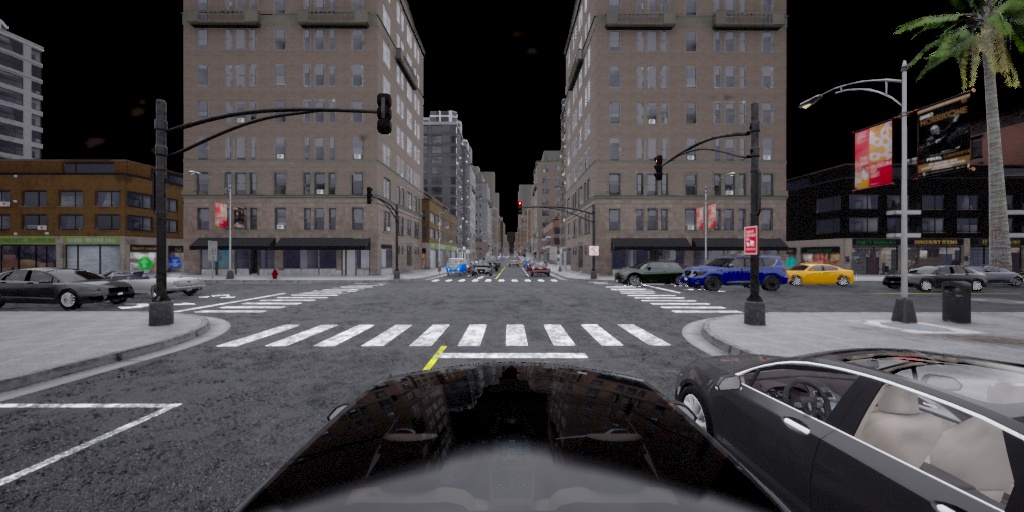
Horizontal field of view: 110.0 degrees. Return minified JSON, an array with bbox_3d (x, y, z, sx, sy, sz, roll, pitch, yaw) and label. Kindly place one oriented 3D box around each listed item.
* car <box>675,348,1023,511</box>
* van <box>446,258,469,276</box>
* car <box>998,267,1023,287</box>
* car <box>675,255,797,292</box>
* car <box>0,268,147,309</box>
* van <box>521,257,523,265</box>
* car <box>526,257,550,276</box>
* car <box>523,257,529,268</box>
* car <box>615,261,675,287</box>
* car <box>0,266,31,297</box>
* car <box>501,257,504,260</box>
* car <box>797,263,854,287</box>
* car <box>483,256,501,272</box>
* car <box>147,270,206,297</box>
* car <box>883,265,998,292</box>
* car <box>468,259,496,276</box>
[{"bbox_3d":[2.668,1.300,2.334,2.007,1.370,4.403,0,0,0],"label":"car"},{"bbox_3d":[-5.725,1.093,37.017,1.690,1.789,3.998,0,0,0],"label":"van"},{"bbox_3d":[31.682,1.361,24.418,4.181,1.385,1.994,0,0,0],"label":"car"},{"bbox_3d":[12.977,0.987,21.056,5.566,2.045,2.150,0,0,0],"label":"car"},{"bbox_3d":[-17.945,1.232,14.189,4.892,1.490,1.837,0,0,0],"label":"car"},{"bbox_3d":[2.893,1.094,59.661,1.690,1.789,3.998,0,0,0],"label":"van"},{"bbox_3d":[2.800,1.192,36.984,1.967,1.591,4.097,0,0,0],"label":"car"},{"bbox_3d":[2.847,1.193,48.322,1.967,1.591,4.097,0,0,0],"label":"car"},{"bbox_3d":[9.368,1.110,24.294,4.553,1.767,2.097,0,0,0],"label":"car"},{"bbox_3d":[-26.893,1.236,17.389,4.674,1.442,1.812,0,0,0],"label":"car"},{"bbox_3d":[-2.842,1.354,61.408,1.895,1.301,4.718,0,0,1],"label":"car"},{"bbox_3d":[20.213,1.253,24.353,5.008,1.535,1.882,0,0,0],"label":"car"},{"bbox_3d":[-2.924,0.976,47.545,2.150,2.045,5.566,0,0,0],"label":"car"},{"bbox_3d":[-17.906,1.324,17.438,4.718,1.301,1.895,0,0,0],"label":"car"},{"bbox_3d":[24.829,1.294,21.132,4.892,1.490,1.837,0,0,0],"label":"car"},{"bbox_3d":[-2.970,1.316,36.657,1.994,1.385,4.181,0,0,0],"label":"car"}]
